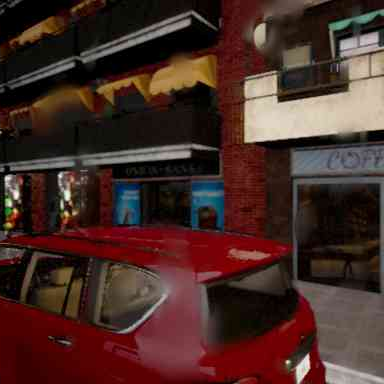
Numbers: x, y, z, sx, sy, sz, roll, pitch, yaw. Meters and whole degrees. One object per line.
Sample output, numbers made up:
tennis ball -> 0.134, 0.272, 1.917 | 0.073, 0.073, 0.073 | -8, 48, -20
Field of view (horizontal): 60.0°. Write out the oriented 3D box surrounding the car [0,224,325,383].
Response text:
car -> -1.171, 1.301, 3.718 | 5.009, 1.841, 2.192 | 0, 0, 36
